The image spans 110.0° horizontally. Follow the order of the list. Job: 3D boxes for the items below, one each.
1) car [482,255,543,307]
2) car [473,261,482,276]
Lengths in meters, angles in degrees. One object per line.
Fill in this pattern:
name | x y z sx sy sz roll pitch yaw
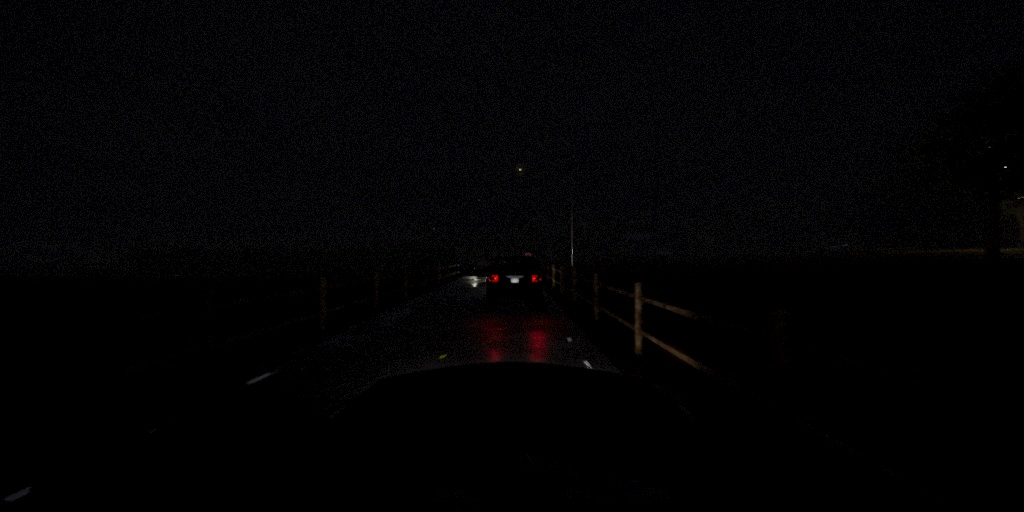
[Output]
car | 0.104 0.974 15.506 2.150 2.045 5.566 0 0 0
car | -2.799 1.197 36.482 1.882 1.535 5.008 0 0 1
